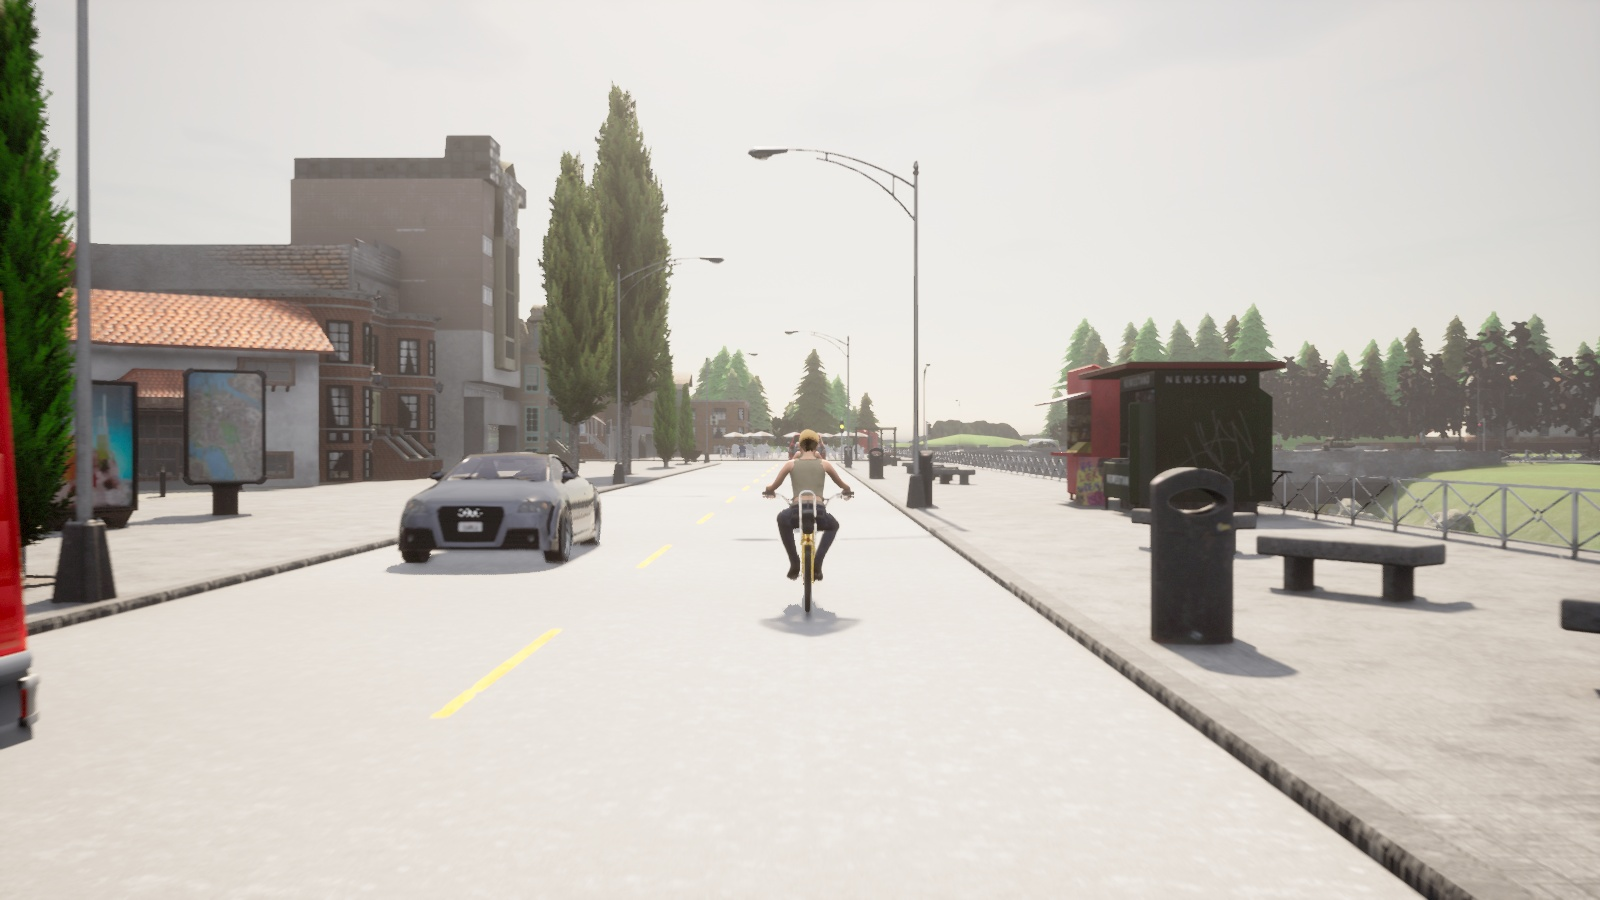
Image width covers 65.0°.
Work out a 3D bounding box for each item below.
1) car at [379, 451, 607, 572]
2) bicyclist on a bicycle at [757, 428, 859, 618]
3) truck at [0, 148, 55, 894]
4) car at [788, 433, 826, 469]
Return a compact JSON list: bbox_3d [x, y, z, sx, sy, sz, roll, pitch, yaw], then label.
[{"bbox_3d":[-3.892,0.713,16.697,1.994,1.385,4.181,0,0,0],"label":"car"},{"bbox_3d":[0.075,0.618,11.453,0.866,1.612,1.509,0,0,1],"label":"bicyclist on a bicycle"},{"bbox_3d":[-3.973,0.246,1.859,2.627,2.467,5.204,0,0,0],"label":"truck"},{"bbox_3d":[0.427,0.047,74.311,2.150,2.045,5.566,0,0,0],"label":"car"}]
